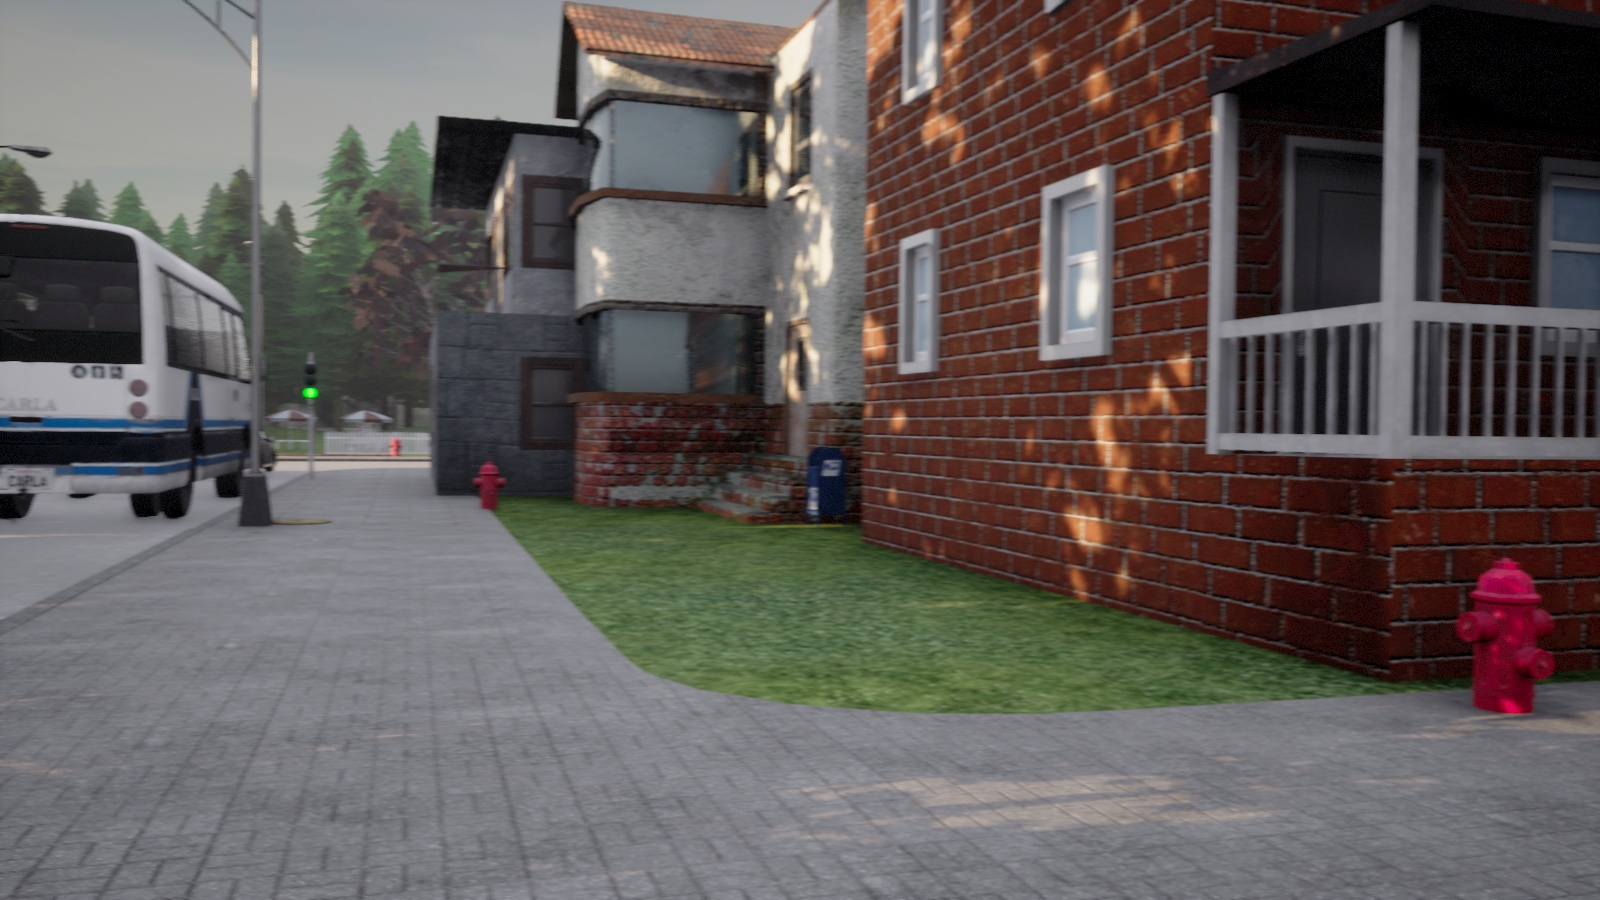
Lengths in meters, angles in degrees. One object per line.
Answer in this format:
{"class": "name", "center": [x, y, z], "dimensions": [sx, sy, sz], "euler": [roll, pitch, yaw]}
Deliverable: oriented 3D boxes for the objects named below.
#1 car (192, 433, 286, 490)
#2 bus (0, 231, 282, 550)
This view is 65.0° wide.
{"class": "car", "center": [-15.985, 0.290, 35.963], "dimensions": [1.845, 1.501, 3.633], "euler": [-1, 1, -14]}
{"class": "bus", "center": [-11.693, -0.875, 21.779], "dimensions": [3.944, 4.253, 10.273], "euler": [-1, 1, -17]}
